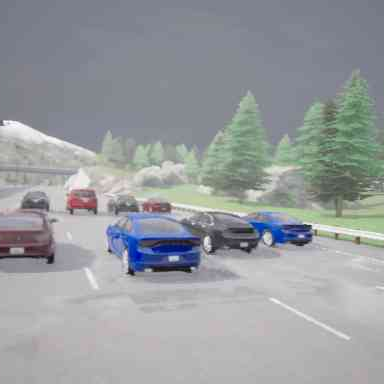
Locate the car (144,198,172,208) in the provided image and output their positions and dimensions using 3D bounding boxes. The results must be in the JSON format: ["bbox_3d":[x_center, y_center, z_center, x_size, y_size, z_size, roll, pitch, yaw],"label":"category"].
[{"bbox_3d":[-3.527,1.298,32.282,1.882,1.535,5.008,3,0,-24],"label":"car"}]

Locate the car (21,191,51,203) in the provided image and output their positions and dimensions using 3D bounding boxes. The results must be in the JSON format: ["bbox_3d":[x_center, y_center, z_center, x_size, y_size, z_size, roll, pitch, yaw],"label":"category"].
[{"bbox_3d":[-12.976,0.688,27.733,2.097,1.767,4.553,3,0,-24],"label":"car"}]

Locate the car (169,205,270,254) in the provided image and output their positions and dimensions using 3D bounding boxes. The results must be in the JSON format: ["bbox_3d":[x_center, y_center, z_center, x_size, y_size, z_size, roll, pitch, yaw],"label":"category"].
[{"bbox_3d":[0.859,1.549,13.829,1.837,1.490,4.892,3,0,-24],"label":"car"}]

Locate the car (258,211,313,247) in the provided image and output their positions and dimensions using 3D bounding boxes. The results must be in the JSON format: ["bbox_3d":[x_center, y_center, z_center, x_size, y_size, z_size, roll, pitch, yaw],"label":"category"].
[{"bbox_3d":[3.615,1.663,16.249,1.882,1.535,5.008,3,0,-24],"label":"car"}]

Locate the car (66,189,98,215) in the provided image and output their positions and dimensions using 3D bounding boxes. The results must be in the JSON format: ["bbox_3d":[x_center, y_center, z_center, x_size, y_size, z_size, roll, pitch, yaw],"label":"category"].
[{"bbox_3d":[-9.302,0.746,28.097,2.150,2.045,5.566,3,0,-24],"label":"car"}]

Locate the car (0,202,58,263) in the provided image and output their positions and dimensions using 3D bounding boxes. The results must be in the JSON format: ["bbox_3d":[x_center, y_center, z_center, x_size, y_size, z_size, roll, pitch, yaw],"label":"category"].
[{"bbox_3d":[-5.278,1.255,10.421,1.812,1.442,4.674,3,0,-24],"label":"car"}]

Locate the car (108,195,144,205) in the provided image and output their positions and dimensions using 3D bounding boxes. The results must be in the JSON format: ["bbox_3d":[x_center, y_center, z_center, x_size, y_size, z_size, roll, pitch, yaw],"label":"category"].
[{"bbox_3d":[-6.168,1.037,29.638,2.097,1.767,4.553,3,0,-24],"label":"car"}]

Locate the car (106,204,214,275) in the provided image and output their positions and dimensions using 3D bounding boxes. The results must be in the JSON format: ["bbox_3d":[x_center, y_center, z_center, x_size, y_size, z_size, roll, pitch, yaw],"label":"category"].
[{"bbox_3d":[-1.412,1.405,10.319,1.882,1.535,5.008,3,0,-23],"label":"car"}]
